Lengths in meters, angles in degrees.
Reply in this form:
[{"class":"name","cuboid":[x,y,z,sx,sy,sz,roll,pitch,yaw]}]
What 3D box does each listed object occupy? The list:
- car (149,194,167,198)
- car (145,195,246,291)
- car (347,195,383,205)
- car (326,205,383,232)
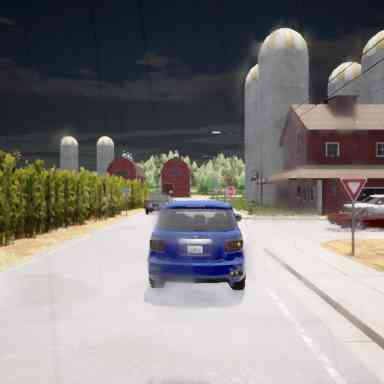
[{"class":"car","cuboid":[-3.502,1.217,34.623,2.150,2.045,5.566,0,1,0]},{"class":"car","cuboid":[0.217,1.221,9.219,2.150,2.045,5.566,0,0,3]},{"class":"car","cuboid":[13.312,1.195,23.262,5.566,2.045,2.150,0,0,-1]},{"class":"car","cuboid":[10.509,1.574,19.364,4.718,1.301,1.895,0,0,-3]}]
